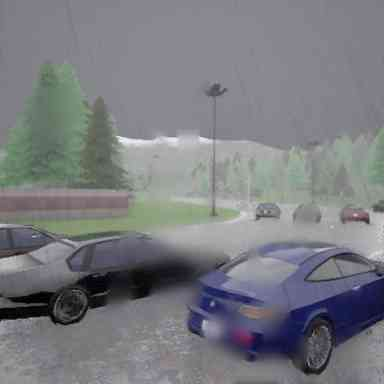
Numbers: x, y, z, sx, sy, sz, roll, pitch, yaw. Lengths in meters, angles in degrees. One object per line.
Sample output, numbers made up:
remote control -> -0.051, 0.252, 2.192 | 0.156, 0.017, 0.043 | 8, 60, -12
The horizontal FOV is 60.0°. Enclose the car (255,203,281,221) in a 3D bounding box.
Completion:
car -> 6.612, 1.680, 28.921 | 2.033, 1.411, 5.357 | 0, 0, 17

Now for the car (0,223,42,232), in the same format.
car -> -4.855, 1.560, 8.945 | 5.357, 1.411, 2.033 | 0, 0, -38

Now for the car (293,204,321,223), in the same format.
car -> 9.419, 1.702, 27.186 | 1.994, 1.385, 4.181 | 0, 0, 22

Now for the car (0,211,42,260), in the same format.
car -> -7.867, 1.515, 11.198 | 4.892, 1.490, 1.837 | 0, 1, -36

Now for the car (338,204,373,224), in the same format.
car -> 12.911, 1.715, 26.707 | 1.994, 1.385, 4.181 | 0, 0, 20

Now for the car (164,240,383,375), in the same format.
car -> 2.026, 1.554, 5.627 | 4.674, 1.442, 1.812 | 0, 0, -39

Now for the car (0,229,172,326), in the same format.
car -> -1.552, 1.567, 7.139 | 5.357, 1.411, 2.033 | 0, 0, -38

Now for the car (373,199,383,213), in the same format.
car -> 22.392, 1.586, 38.030 | 2.097, 1.767, 4.553 | 0, 0, 2
